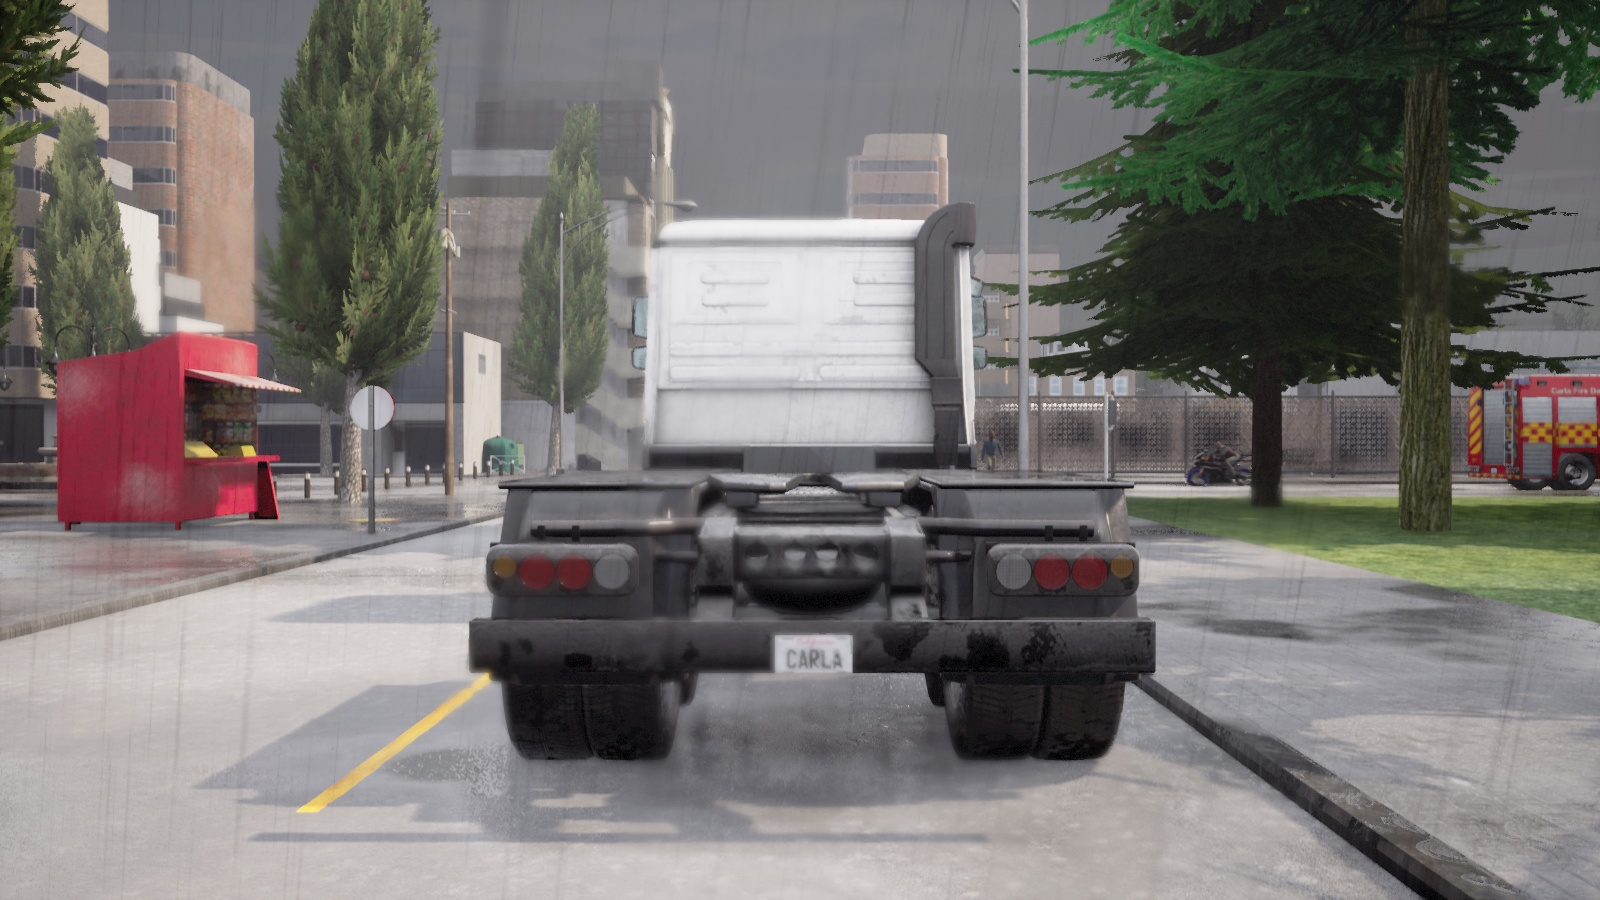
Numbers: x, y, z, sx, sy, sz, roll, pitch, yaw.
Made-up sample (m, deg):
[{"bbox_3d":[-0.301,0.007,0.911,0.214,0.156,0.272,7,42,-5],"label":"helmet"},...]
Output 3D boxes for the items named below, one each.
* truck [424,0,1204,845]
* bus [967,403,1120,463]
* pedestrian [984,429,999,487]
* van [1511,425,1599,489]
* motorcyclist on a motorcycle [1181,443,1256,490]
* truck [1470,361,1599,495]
[{"bbox_3d":[0.072,-0.291,8.628,2.891,3.462,7.936,0,0,0],"label":"truck"},{"bbox_3d":[17.452,-1.198,90.680,10.273,4.253,3.944,0,0,-1],"label":"bus"},{"bbox_3d":[6.142,0.262,40.368,0.370,1.835,0.726,0,0,0],"label":"pedestrian"},{"bbox_3d":[26.229,0.229,41.323,4.480,2.038,2.069,1,0,0],"label":"van"},{"bbox_3d":[13.783,0.527,41.390,2.191,1.530,0.866,0,0,0],"label":"motorcyclist on a motorcycle"},{"bbox_3d":[24.945,-0.638,37.321,8.468,3.827,2.891,0,0,0],"label":"truck"}]
